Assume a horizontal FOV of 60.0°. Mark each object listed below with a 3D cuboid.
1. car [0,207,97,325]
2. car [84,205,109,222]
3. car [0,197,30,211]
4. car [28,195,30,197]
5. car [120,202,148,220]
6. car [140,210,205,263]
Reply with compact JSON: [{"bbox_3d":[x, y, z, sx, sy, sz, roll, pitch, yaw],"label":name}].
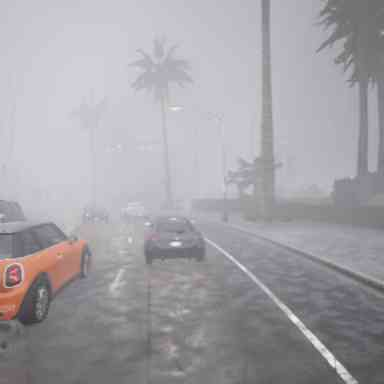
[{"bbox_3d":[-3.753,1.419,7.345,2.097,1.767,4.553,-1,0,-3],"label":"car"},{"bbox_3d":[-7.993,1.736,27.000,1.895,1.301,4.718,-1,0,-21],"label":"car"},{"bbox_3d":[-7.956,1.367,12.401,2.150,2.045,5.566,-1,0,-10],"label":"car"},{"bbox_3d":[-41.422,2.149,85.588,4.193,1.474,1.816,-1,0,14],"label":"car"},{"bbox_3d":[-4.989,1.601,28.691,1.812,1.442,4.674,-1,0,-21],"label":"car"},{"bbox_3d":[-0.759,1.569,12.185,1.994,1.385,4.181,-1,0,-8],"label":"car"}]
